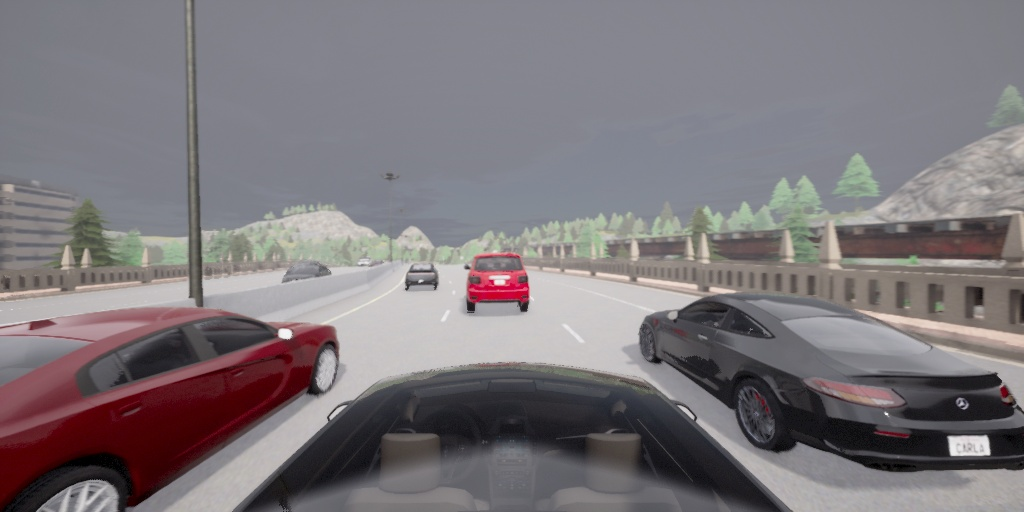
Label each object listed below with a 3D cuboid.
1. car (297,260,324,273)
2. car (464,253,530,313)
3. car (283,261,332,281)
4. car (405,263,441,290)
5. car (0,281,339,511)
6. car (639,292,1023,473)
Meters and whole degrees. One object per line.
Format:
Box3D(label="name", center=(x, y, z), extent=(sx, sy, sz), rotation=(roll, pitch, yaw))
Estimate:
Box3D(label="car", center=(-26.519, 1.337, 47.385), extent=(1.837, 1.490, 4.892), rotation=(-1, 1, -15))
Box3D(label="car", center=(-0.674, 0.913, 14.014), extent=(2.150, 2.045, 5.566), rotation=(-1, 0, -6))
Box3D(label="car", center=(-12.949, 1.293, 22.990), extent=(1.837, 1.490, 4.892), rotation=(-1, 0, -13))
Box3D(label="car", center=(-5.497, 1.194, 22.225), extent=(2.128, 1.511, 4.902), rotation=(-1, 0, -11))
Box3D(label="car", center=(-3.609, 1.253, 3.586), extent=(1.882, 1.535, 5.008), rotation=(0, 0, 0))
Box3D(label="car", center=(3.354, 1.225, 4.953), extent=(1.812, 1.442, 4.674), rotation=(-1, 0, -1))
